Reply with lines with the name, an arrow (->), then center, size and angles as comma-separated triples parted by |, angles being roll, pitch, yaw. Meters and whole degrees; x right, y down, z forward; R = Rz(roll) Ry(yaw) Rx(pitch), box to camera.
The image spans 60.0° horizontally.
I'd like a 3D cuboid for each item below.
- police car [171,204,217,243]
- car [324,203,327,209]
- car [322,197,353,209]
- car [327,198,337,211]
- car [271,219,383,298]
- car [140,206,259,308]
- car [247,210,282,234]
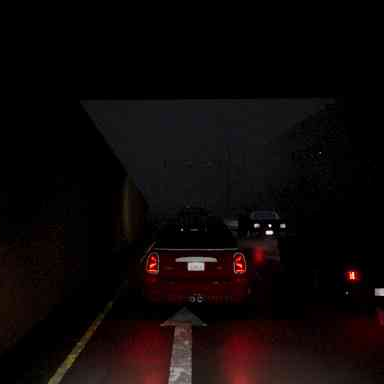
police car -> 0.096, 1.504, 17.210 | 2.038, 1.542, 4.974 | 0, 0, 0
car -> 17.537, 1.453, 39.971 | 2.038, 1.542, 4.974 | 0, 0, 45
car -> 17.574, 1.295, 40.008 | 1.853, 1.218, 4.536 | 0, 0, 45
car -> 17.433, 1.453, 35.364 | 2.038, 1.542, 4.974 | 0, 0, -35
car -> 3.607, 1.601, 8.499 | 1.895, 1.301, 4.718 | 0, 0, 0
car -> 0.083, 1.352, 8.085 | 2.097, 1.767, 4.553 | 0, 0, 0
car -> 3.600, 1.601, 17.656 | 1.895, 1.301, 4.718 | 0, 0, 0
